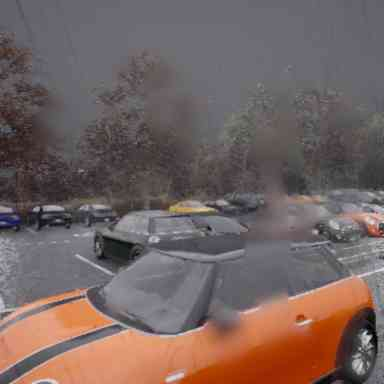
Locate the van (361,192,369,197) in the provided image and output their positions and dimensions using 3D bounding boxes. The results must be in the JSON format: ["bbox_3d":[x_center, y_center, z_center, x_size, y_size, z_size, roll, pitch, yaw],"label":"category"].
[{"bbox_3d":[18.424,0.635,40.374,1.878,1.987,4.442,-2,1,-35],"label":"van"}]

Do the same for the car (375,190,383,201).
[{"bbox_3d":[29.749,0.479,48.476,2.163,1.488,4.792,-2,1,-35],"label":"car"}]

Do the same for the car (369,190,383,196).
[{"bbox_3d":[22.923,0.737,43.667,2.002,1.452,4.674,-2,1,-35],"label":"car"}]

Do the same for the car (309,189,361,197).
[{"bbox_3d":[16.092,0.691,38.849,2.435,2.045,5.566,-2,1,-35],"label":"car"}]

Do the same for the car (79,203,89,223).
[{"bbox_3d":[-6.748,1.491,22.894,2.231,1.521,4.892,0,0,-35],"label":"car"}]

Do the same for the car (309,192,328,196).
[{"bbox_3d":[11.422,1.108,35.610,2.097,1.535,5.008,-2,1,-35],"label":"car"}]

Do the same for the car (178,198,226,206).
[{"bbox_3d":[0.102,1.407,27.468,1.946,1.575,5.366,-1,1,-35],"label":"car"}]

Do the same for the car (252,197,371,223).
[{"bbox_3d":[5.339,1.323,15.433,2.185,1.767,4.553,-1,1,-35],"label":"car"}]

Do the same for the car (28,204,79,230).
[{"bbox_3d":[-9.139,1.500,21.221,2.097,1.535,5.008,0,0,-35],"label":"car"}]

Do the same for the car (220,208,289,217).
[{"bbox_3d":[0.807,1.524,12.188,2.163,1.488,4.792,0,0,-35],"label":"car"}]

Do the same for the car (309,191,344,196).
[{"bbox_3d":[13.694,1.020,37.432,1.946,1.575,5.366,-2,1,-35],"label":"car"}]

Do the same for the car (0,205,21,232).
[{"bbox_3d":[-11.425,1.500,19.622,2.097,1.535,5.008,0,0,-35],"label":"car"}]

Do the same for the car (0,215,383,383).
[{"bbox_3d":[0.065,1.342,3.731,4.553,1.767,2.097,0,0,-36],"label":"car"}]

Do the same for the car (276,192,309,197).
[{"bbox_3d":[9.117,1.060,34.041,2.185,1.767,4.553,-2,1,-35],"label":"car"}]

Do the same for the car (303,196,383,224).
[{"bbox_3d":[7.617,1.287,17.027,2.185,1.767,4.553,-1,1,-35],"label":"car"}]

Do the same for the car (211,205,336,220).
[{"bbox_3d":[3.058,1.505,13.834,2.163,1.488,4.792,-1,0,-35],"label":"car"}]

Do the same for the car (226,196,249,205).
[{"bbox_3d":[2.278,1.366,29.224,2.097,1.535,5.008,-1,1,-35],"label":"car"}]

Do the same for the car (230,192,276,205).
[{"bbox_3d":[4.545,1.063,30.838,2.435,2.045,5.566,-1,1,-35],"label":"car"}]

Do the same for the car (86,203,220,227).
[{"bbox_3d":[-1.476,1.379,10.588,2.185,1.767,4.553,0,0,-35],"label":"car"}]
